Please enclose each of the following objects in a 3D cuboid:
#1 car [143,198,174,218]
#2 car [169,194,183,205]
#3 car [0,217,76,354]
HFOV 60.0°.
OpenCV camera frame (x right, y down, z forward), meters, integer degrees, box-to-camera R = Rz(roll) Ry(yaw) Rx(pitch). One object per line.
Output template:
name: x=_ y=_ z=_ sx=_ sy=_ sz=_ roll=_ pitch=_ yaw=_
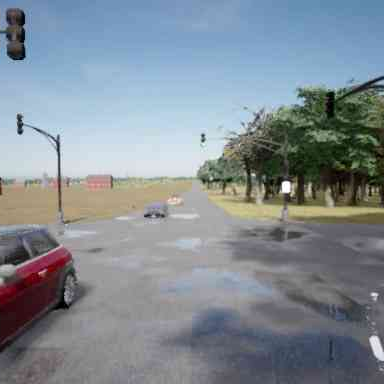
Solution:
car: x=-3.053 y=1.532 z=29.457 sx=2.033 sy=1.411 sz=5.357 roll=0 pitch=1 yaw=1
car: x=-2.636 y=1.149 z=53.389 sx=2.097 sy=1.767 sz=4.553 roll=0 pitch=0 yaw=1
car: x=-3.415 y=1.362 z=4.846 sx=2.097 sy=1.767 sz=4.553 roll=0 pitch=0 yaw=1
